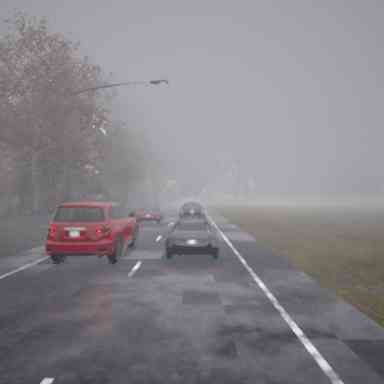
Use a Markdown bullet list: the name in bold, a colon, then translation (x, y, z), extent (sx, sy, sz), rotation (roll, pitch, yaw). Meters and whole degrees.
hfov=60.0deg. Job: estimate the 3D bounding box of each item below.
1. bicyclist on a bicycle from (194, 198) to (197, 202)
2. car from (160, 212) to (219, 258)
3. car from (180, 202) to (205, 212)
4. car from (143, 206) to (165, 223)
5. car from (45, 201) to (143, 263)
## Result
- **bicyclist on a bicycle**: translation (0.961, 2.422, 92.383), extent (0.866, 1.612, 1.509), rotation (0, -1, 0)
- **car**: translation (0.021, 1.708, 13.455), extent (1.994, 1.385, 4.181), rotation (0, -1, 1)
- **car**: translation (0.024, 1.653, 28.432), extent (2.097, 1.767, 4.553), rotation (0, -1, 0)
- **car**: translation (-3.476, 1.867, 28.415), extent (1.994, 1.385, 4.181), rotation (0, -1, 0)
- **car**: translation (-3.489, 1.360, 12.601), extent (2.150, 2.045, 5.566), rotation (0, 0, 0)
